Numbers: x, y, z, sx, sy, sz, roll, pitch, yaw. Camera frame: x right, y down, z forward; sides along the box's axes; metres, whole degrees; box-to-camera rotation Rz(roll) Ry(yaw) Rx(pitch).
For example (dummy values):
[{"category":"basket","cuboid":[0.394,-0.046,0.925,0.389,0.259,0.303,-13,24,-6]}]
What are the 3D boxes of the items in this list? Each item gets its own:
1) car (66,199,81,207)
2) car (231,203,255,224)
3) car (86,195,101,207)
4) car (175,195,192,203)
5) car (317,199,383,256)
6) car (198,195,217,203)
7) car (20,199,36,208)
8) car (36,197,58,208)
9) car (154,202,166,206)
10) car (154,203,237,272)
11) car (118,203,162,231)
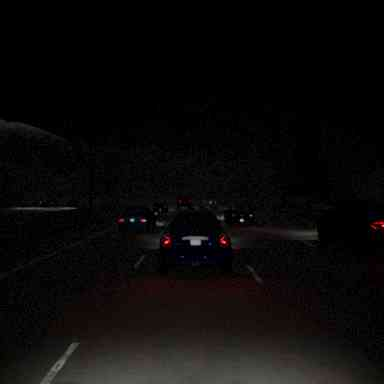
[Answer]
[{"category":"car","cuboid":[-20.602,1.898,57.882,2.033,1.411,5.357,0,0,-11]},{"category":"car","cuboid":[3.605,1.764,26.290,1.895,1.301,4.718,0,0,0]},{"category":"car","cuboid":[-17.100,1.573,58.074,2.150,2.045,5.566,0,0,-11]},{"category":"car","cuboid":[-1.312,1.529,50.042,2.150,2.045,5.566,0,0,-7]},{"category":"car","cuboid":[7.101,1.309,13.666,2.150,2.045,5.566,0,0,0]},{"category":"car","cuboid":[2.286,1.527,49.456,2.150,2.045,5.566,0,0,-7]},{"category":"car","cuboid":[-27.375,1.862,55.828,1.812,1.442,4.674,0,0,-11]},{"category":"car","cuboid":[-23.731,1.686,55.267,2.097,1.767,4.553,0,0,-10]},{"category":"car","cuboid":[-4.018,1.859,42.138,1.895,1.301,4.718,0,0,-5]},{"category":"car","cuboid":[0.097,1.421,11.231,2.097,1.767,4.553,0,0,0]},{"category":"car","cuboid":[-3.392,1.679,21.410,2.033,1.411,5.357,0,0,0]}]
